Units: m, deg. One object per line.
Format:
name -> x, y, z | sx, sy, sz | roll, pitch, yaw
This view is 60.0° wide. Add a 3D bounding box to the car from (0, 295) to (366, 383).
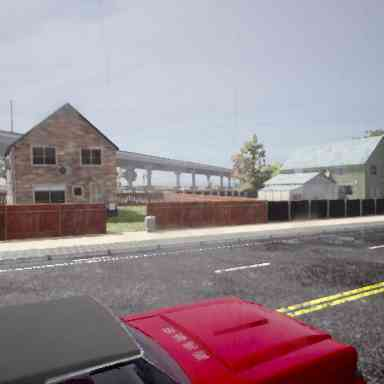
car -> -0.788, 1.600, 2.620 | 4.718, 1.301, 1.895 | 0, 0, -31
